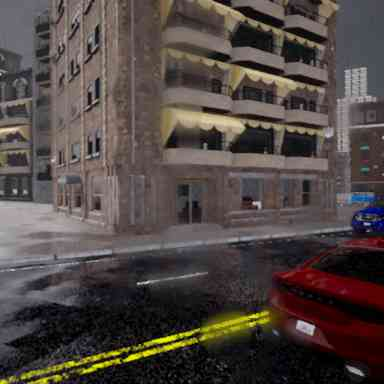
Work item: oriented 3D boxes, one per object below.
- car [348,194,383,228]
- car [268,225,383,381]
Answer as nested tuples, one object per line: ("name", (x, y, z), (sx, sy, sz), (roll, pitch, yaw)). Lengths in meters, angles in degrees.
("car", (11.043, 1.262, 18.115), (5.566, 2.045, 2.150), (0, 0, -33))
("car", (3.464, 1.489, 5.331), (5.008, 1.535, 1.882), (0, 0, -32))
